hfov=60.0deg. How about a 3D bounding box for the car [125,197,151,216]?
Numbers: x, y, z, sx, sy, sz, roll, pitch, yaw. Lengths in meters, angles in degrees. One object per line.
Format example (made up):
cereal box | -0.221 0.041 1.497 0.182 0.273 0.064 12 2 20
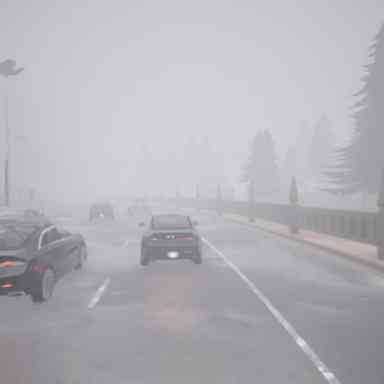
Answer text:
car | -5.289 1.305 32.353 2.097 1.767 4.553 0 0 -17

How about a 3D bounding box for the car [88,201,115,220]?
car | -7.326 1.476 27.034 1.837 1.490 4.892 0 0 -15

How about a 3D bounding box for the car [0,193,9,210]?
car | -25.614 1.227 44.324 2.150 2.045 5.566 0 0 -28

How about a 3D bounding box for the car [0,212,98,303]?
car | -3.942 1.489 8.097 2.128 1.511 4.902 0 0 -5

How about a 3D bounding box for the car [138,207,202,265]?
car | -0.791 1.484 11.634 1.837 1.490 4.892 0 0 -6

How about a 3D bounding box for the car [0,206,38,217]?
car | -8.572 1.523 16.698 1.812 1.442 4.674 0 0 -9
